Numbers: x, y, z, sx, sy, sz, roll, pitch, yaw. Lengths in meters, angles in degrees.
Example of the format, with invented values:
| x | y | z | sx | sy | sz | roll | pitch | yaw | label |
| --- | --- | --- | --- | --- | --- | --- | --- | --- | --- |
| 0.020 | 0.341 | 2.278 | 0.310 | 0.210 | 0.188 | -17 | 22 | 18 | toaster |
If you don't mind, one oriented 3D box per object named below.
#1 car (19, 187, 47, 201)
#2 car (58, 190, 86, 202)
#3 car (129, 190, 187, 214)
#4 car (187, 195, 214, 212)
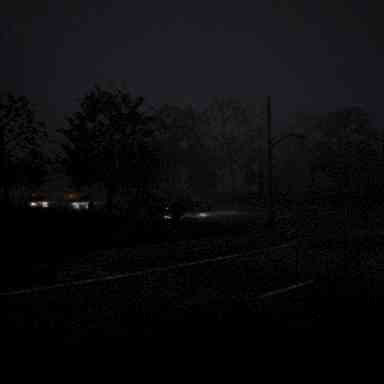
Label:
| x | y | z | sx | sy | sz | roll | pitch | yaw | label |
| --- | --- | --- | --- | --- | --- | --- | --- | --- | --- |
| -21.941 | 0.253 | 45.984 | 4.553 | 1.767 | 2.097 | 3 | 3 | 39 | car |
| -16.575 | 0.459 | 46.130 | 5.008 | 1.535 | 1.882 | 3 | 3 | 39 | car |
| -3.534 | 0.898 | 31.077 | 5.566 | 2.045 | 2.150 | 1 | 2 | 39 | car |
| -0.170 | 1.081 | 32.867 | 5.008 | 1.535 | 1.882 | 1 | 2 | 39 | car |
